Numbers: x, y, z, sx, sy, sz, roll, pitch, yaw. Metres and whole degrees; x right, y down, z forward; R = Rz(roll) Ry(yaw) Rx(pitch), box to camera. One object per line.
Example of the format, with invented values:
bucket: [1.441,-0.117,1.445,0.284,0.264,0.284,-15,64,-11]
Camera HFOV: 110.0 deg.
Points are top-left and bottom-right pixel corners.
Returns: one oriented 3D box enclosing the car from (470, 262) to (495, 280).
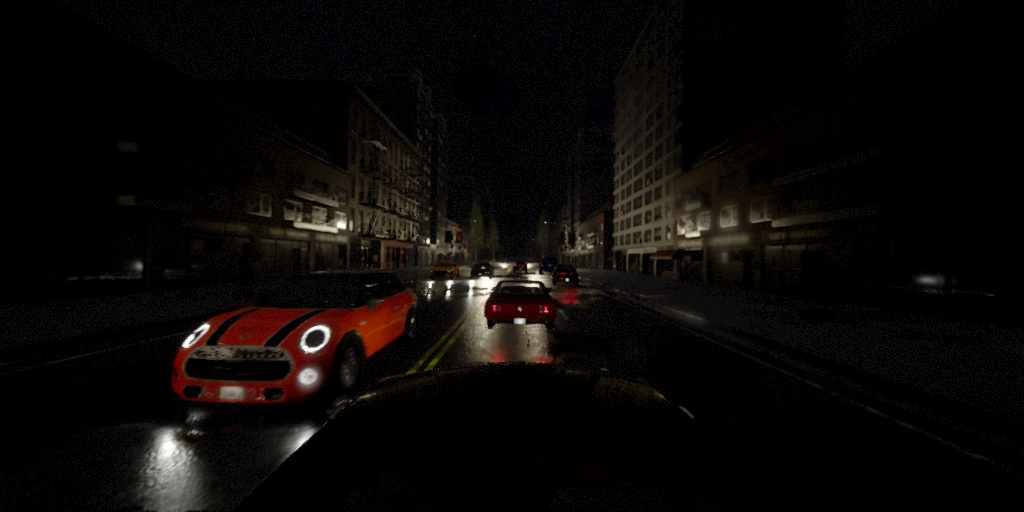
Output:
car: [-2.594,1.302,32.191,1.837,1.490,4.892,1,-1,2]

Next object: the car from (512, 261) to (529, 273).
car: [1.133,1.401,47.564,1.837,1.490,4.892,1,-1,1]

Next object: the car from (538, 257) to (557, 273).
car: [4.264,1.160,42.403,2.150,2.045,5.566,1,0,1]

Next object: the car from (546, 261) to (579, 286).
car: [3.896,1.395,27.234,1.837,1.490,4.892,1,0,2]

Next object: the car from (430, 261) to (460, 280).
car: [-5.856,1.216,31.881,1.882,1.535,5.008,1,0,2]

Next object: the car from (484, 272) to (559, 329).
car: [0.265,1.384,11.369,1.895,1.301,4.718,1,0,1]

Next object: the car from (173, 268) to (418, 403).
car: [-3.296,1.061,6.550,2.097,1.767,4.553,1,0,1]
